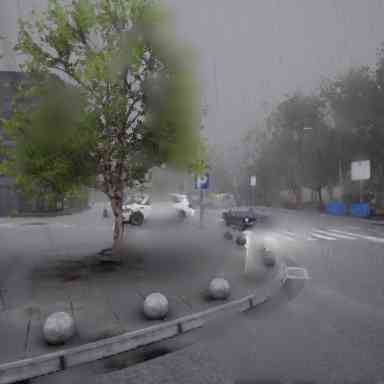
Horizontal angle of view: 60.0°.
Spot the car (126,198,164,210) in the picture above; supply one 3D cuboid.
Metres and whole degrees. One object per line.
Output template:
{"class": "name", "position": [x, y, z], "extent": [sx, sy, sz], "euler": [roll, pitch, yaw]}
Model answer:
{"class": "car", "position": [-6.317, 1.538, 44.807], "extent": [4.674, 1.452, 2.002], "euler": [-1, 0, -30]}

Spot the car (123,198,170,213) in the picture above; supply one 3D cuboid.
{"class": "car", "position": [-5.287, 1.495, 38.884], "extent": [5.008, 1.535, 2.097], "euler": [-1, 0, -30]}

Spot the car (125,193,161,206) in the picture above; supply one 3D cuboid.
{"class": "car", "position": [-8.326, 1.259, 56.662], "extent": [5.566, 2.045, 2.435], "euler": [-1, 0, -30]}

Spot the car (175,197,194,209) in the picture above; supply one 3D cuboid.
{"class": "car", "position": [-1.052, 1.491, 45.519], "extent": [1.882, 1.535, 5.008], "euler": [0, 0, -9]}

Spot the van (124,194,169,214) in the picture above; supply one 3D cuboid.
{"class": "van", "position": [-4.884, 1.269, 35.863], "extent": [4.442, 1.987, 1.878], "euler": [-1, 0, -30]}

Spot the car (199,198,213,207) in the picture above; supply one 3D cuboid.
{"class": "car", "position": [1.999, 1.584, 52.233], "extent": [1.994, 1.385, 4.181], "euler": [0, 0, -10]}

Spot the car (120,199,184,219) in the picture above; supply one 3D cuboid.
{"class": "car", "position": [-3.588, 1.486, 30.101], "extent": [5.366, 1.575, 1.946], "euler": [-1, 0, -30]}

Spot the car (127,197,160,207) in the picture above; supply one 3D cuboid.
{"class": "car", "position": [-7.817, 1.536, 53.705], "extent": [4.792, 1.488, 2.163], "euler": [-1, 0, -30]}

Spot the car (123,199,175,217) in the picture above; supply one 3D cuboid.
{"class": "car", "position": [-4.272, 1.533, 32.968], "extent": [4.674, 1.452, 2.002], "euler": [-1, 0, -30]}

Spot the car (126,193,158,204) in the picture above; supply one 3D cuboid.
{"class": "car", "position": [-9.859, 1.279, 65.548], "extent": [5.566, 2.045, 2.435], "euler": [-1, 0, -30]}

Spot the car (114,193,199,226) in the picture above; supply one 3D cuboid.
{"class": "car", "position": [-2.729, 1.238, 24.066], "extent": [5.566, 2.045, 2.435], "euler": [-1, 0, -30]}

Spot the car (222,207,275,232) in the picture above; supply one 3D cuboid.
{"class": "car", "position": [3.319, 1.604, 20.427], "extent": [1.895, 1.301, 4.718], "euler": [0, 0, -10]}

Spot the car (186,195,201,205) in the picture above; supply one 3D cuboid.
{"class": "car", "position": [0.266, 1.387, 61.971], "extent": [2.097, 1.767, 4.553], "euler": [0, 0, -10]}

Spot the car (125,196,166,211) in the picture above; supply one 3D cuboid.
{"class": "car", "position": [-5.839, 1.371, 41.836], "extent": [4.553, 1.767, 2.185], "euler": [-1, 0, -30]}
